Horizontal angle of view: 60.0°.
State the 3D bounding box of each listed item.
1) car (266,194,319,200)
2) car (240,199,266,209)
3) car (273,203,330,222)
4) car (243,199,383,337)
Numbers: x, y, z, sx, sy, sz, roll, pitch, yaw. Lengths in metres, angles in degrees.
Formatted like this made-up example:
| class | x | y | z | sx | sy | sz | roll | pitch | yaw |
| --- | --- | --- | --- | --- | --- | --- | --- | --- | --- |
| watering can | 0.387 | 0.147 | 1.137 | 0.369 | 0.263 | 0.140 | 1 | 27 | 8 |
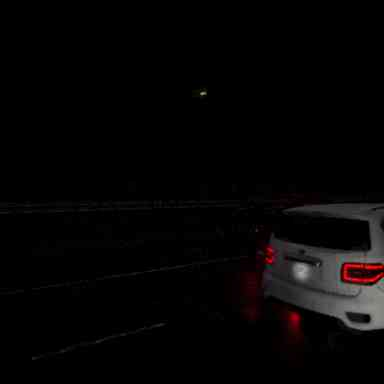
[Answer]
| class | x | y | z | sx | sy | sz | roll | pitch | yaw |
| --- | --- | --- | --- | --- | --- | --- | --- | --- | --- |
| car | 10.206 | 1.226 | 32.344 | 5.566 | 2.045 | 2.150 | 0 | 0 | -34 |
| car | 7.072 | 1.498 | 34.440 | 4.902 | 1.511 | 2.128 | 0 | 0 | -34 |
| car | 9.041 | 1.609 | 27.322 | 4.718 | 1.301 | 1.895 | 0 | 0 | -34 |
| car | 3.816 | 1.231 | 6.466 | 5.566 | 2.045 | 2.150 | 0 | 0 | -35 |
